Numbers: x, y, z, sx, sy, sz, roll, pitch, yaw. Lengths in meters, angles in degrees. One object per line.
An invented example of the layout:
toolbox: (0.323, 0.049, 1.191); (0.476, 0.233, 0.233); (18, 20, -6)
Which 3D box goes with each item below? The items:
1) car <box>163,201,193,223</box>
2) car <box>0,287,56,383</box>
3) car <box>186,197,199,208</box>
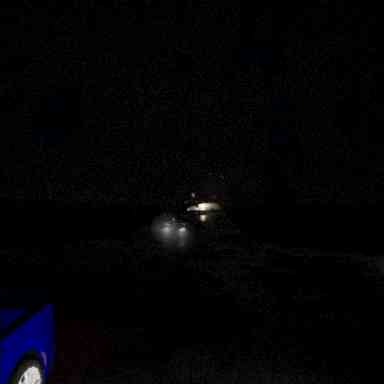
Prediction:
car: (-1.271, 1.736, 28.070); (2.033, 1.411, 5.357); (0, 0, 3)
car: (-2.554, 1.511, 1.740); (1.882, 1.535, 5.008); (0, -1, 3)
car: (0.010, 1.604, 54.351); (2.097, 1.767, 4.553); (0, 0, 3)
